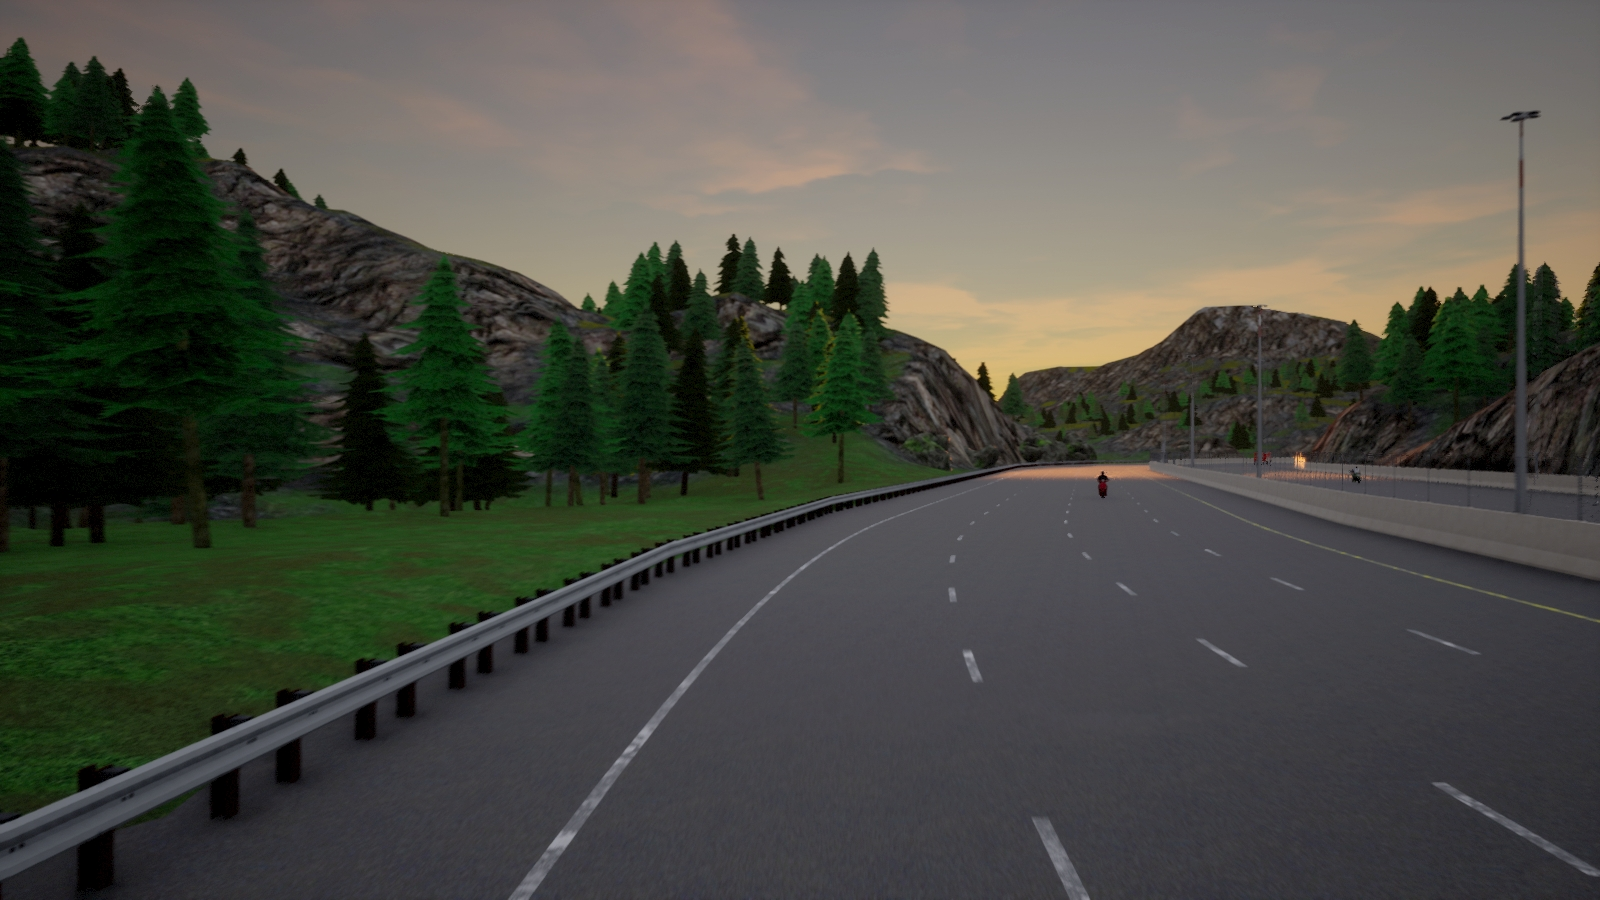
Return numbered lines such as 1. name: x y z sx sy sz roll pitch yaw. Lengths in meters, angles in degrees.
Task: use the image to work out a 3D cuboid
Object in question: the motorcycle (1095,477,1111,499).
1. motorcycle: 17.517 2.202 66.097 0.856 1.236 1.805 0 0 14
